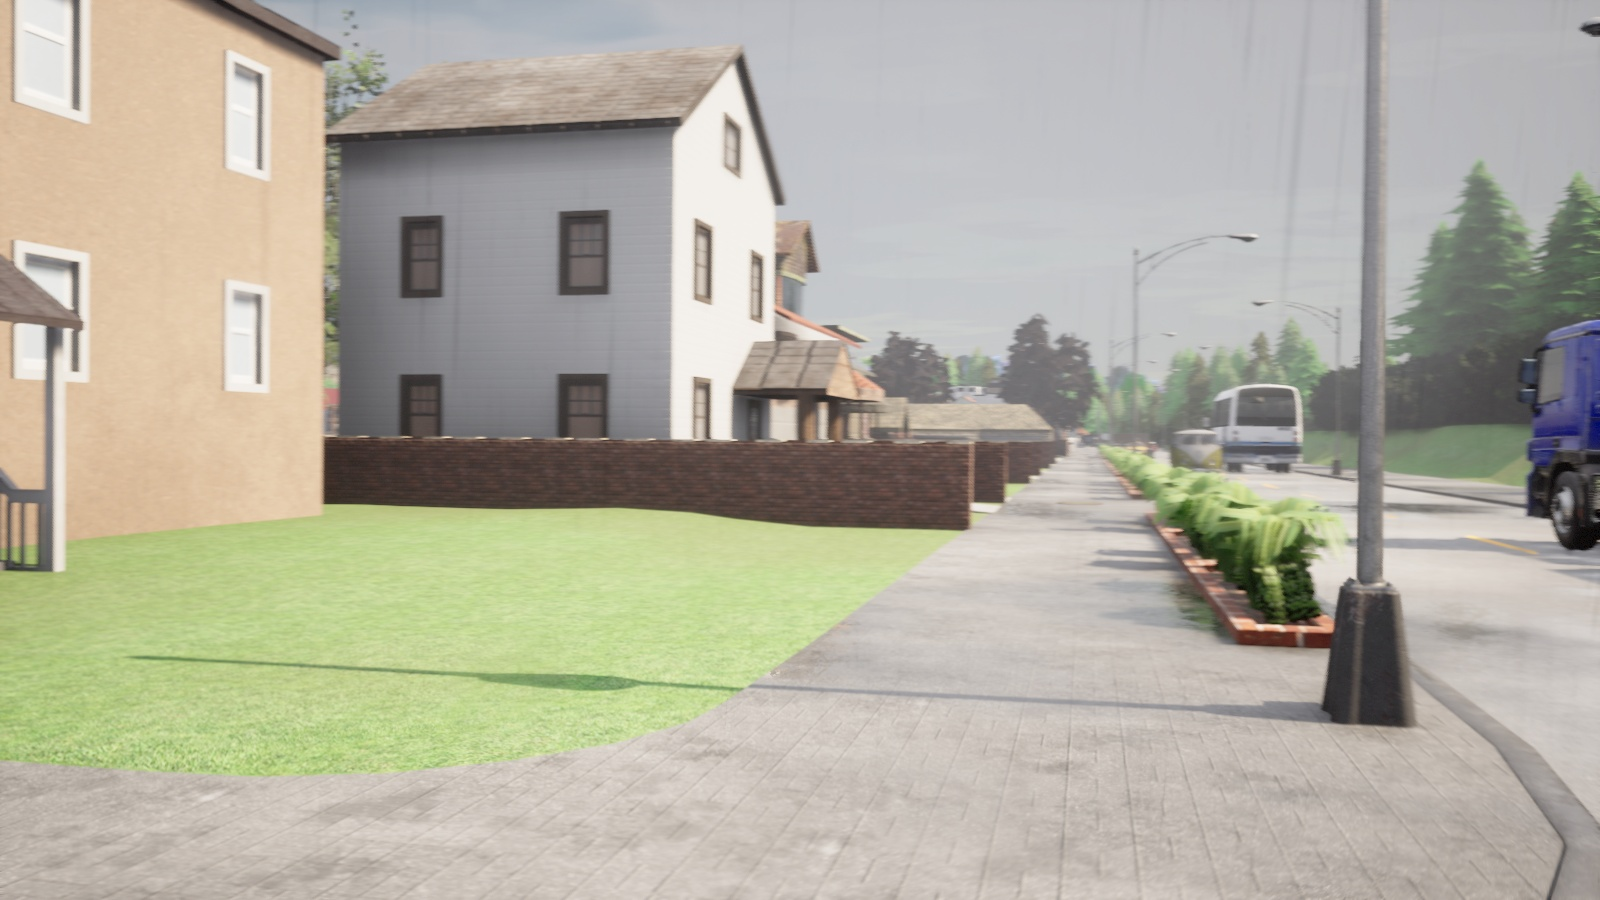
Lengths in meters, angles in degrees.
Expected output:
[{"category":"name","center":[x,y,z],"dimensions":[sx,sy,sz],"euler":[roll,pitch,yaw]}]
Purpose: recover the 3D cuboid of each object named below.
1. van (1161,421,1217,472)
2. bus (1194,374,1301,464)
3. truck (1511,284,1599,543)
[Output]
[{"category":"van","center":[15.722,-0.157,50.925],"dimensions":[1.775,1.987,4.442],"euler":[-1,1,13]},{"category":"bus","center":[22.944,-1.518,64.970],"dimensions":[3.944,4.253,10.273],"euler":[-1,1,13]},{"category":"truck","center":[12.035,-0.495,16.048],"dimensions":[2.891,3.462,7.936],"euler":[-1,1,12]}]
